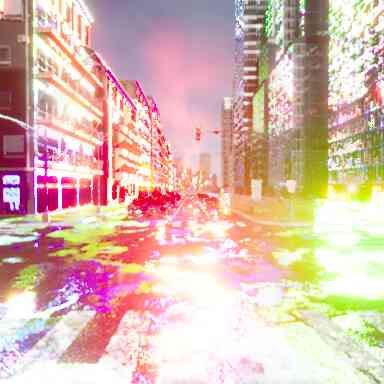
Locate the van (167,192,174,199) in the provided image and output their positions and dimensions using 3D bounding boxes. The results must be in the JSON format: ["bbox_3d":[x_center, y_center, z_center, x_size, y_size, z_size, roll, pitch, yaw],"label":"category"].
[{"bbox_3d":[-5.925,0.957,92.376,1.690,1.788,3.998,-1,0,0],"label":"van"}]

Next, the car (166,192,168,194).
[{"bbox_3d":[-5.842,1.189,58.484,1.967,1.590,4.097,-1,0,0],"label":"car"}]

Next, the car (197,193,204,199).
[{"bbox_3d":[2.424,1.140,92.626,1.752,1.417,4.829,-1,0,0],"label":"car"}]

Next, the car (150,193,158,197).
[{"bbox_3d":[-5.802,1.258,41.538,1.967,1.590,4.097,-1,0,0],"label":"car"}]

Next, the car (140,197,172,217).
[{"bbox_3d":[-3.170,1.431,29.797,1.994,1.385,4.181,0,0,0],"label":"car"}]

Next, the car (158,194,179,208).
[{"bbox_3d":[-3.198,1.367,44.768,1.994,1.385,4.181,0,0,0],"label":"car"}]

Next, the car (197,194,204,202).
[{"bbox_3d":[2.493,1.277,64.211,2.008,1.369,4.403,-1,0,0],"label":"car"}]

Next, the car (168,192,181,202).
[{"bbox_3d":[-3.153,1.227,64.345,2.128,1.511,4.902,0,0,0],"label":"car"}]

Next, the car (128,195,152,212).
[{"bbox_3d":[-5.787,1.387,35.889,1.887,1.381,4.507,-1,0,0],"label":"car"}]

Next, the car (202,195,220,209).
[{"bbox_3d":[2.546,1.363,41.616,1.887,1.381,4.507,-1,0,0],"label":"car"}]

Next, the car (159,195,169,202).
[{"bbox_3d":[-5.868,1.286,69.783,1.802,1.307,4.206,-1,0,0],"label":"car"}]

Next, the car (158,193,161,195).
[{"bbox_3d":[-5.831,1.087,52.836,2.192,1.841,5.009,-1,0,0],"label":"car"}]

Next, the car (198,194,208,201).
[{"bbox_3d":[2.466,1.226,75.509,1.887,1.381,4.507,-1,0,0],"label":"car"}]

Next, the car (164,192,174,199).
[{"bbox_3d":[-5.912,0.952,86.729,2.192,1.841,5.009,-1,0,0],"label":"car"}]
